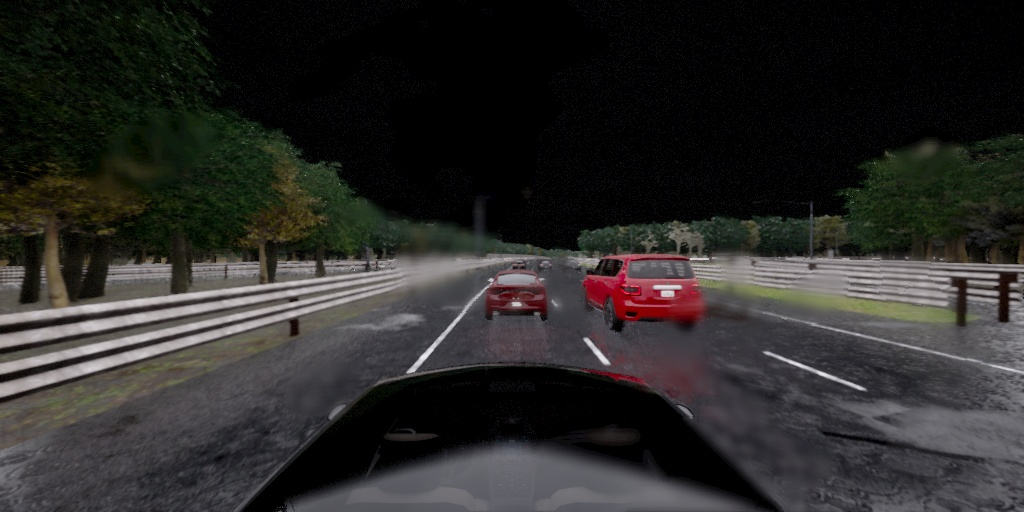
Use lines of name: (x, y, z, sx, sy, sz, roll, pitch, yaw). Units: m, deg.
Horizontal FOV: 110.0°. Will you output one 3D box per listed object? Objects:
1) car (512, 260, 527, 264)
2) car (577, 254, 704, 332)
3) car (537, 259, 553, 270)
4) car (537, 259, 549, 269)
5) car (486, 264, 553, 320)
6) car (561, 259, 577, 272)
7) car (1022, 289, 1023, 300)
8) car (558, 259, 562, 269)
car: (0.989, 1.243, 47.520, 1.837, 1.490, 4.892, 0, 0, 3)
car: (3.653, 0.971, 11.043, 2.150, 2.045, 5.566, 0, 0, 0)
car: (4.504, 1.267, 47.805, 1.812, 1.442, 4.674, 0, 0, 3)
car: (4.980, 1.268, 57.724, 1.812, 1.442, 4.674, 0, 0, 3)
car: (0.172, 1.225, 12.726, 1.882, 1.535, 5.008, 0, 0, 1)
car: (7.984, 1.270, 47.257, 1.812, 1.442, 4.674, 0, 0, 3)
car: (18.918, 1.090, 10.868, 2.128, 1.511, 4.902, 0, 0, 15)
car: (8.476, 1.251, 57.544, 1.837, 1.490, 4.892, 0, 0, 3)
